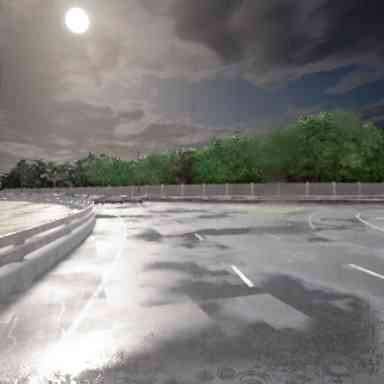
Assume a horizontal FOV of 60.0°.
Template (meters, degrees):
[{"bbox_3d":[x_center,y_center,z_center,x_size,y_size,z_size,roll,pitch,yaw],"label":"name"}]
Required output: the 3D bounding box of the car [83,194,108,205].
[{"bbox_3d":[-15.294,1.276,52.344,1.812,1.442,4.674,-1,1,-32],"label":"car"}]

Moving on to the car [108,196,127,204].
[{"bbox_3d":[-13.040,1.282,55.276,1.994,1.385,4.181,-1,0,-35],"label":"car"}]

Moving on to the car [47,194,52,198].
[{"bbox_3d":[-33.161,1.213,78.521,4.902,1.511,2.128,0,0,39],"label":"car"}]

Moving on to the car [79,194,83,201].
[{"bbox_3d":[-22.261,1.217,67.665,1.812,1.442,4.674,-1,1,-43],"label":"car"}]

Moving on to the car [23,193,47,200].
[{"bbox_3d":[-35.976,1.075,76.306,4.553,1.767,2.097,0,0,39],"label":"car"}]

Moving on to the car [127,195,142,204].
[{"bbox_3d":[-10.227,1.251,57.391,1.994,1.385,4.181,-1,0,-35],"label":"car"}]

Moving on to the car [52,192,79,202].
[{"bbox_3d":[-24.917,0.949,65.377,2.150,2.045,5.566,-1,1,-43],"label":"car"}]

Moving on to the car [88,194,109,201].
[{"bbox_3d":[-19.773,1.202,70.148,2.033,1.411,5.357,-1,1,-43],"label":"car"}]
